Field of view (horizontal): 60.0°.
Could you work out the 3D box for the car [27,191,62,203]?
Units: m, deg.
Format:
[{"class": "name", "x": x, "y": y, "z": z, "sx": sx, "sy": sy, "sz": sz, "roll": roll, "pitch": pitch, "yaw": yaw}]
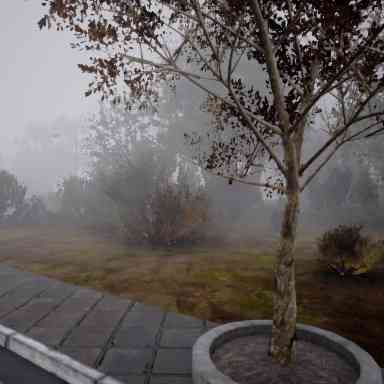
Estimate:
[{"class": "car", "x": -18.391, "y": 0.939, "z": 41.852, "sx": 2.150, "sy": 2.045, "sz": 5.566, "roll": 1, "pitch": 0, "yaw": 32}]
